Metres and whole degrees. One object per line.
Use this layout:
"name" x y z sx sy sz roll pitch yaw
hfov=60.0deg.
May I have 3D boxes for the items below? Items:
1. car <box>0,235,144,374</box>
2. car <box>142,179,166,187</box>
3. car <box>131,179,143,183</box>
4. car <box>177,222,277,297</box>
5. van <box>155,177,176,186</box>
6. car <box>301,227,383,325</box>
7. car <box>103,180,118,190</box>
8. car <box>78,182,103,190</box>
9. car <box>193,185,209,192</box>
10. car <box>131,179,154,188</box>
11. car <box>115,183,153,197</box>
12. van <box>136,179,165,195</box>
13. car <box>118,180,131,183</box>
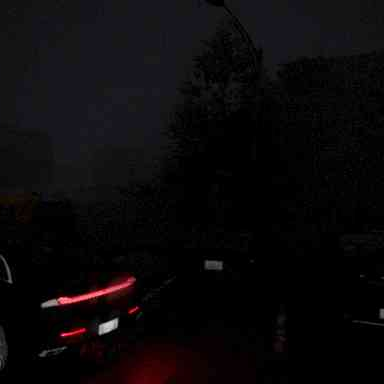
"car" -2.999 1.497 5.663 4.902 1.511 2.128 0 0 37
"car" -8.392 -2.025 73.759 5.008 1.535 2.097 2 5 34
"car" -13.202 -1.645 70.341 4.792 1.488 2.163 2 6 34
"car" 1.094 1.518 8.749 2.163 1.488 4.792 0 -1 17
"van" -6.099 -2.426 75.509 4.442 1.987 1.878 2 6 34
"car" 3.467 1.484 6.969 2.231 1.521 4.892 0 -1 16
"car" -17.936 -1.294 66.878 4.792 1.488 2.163 2 5 34
"car" -20.354 -1.109 65.176 4.674 1.452 2.002 2 5 34
"car" 0.794 -0.928 59.020 4.553 1.767 2.185 4 7 36
"car" -10.762 -1.973 72.009 4.553 1.767 2.185 2 6 34
"car" -9.149 -0.113 52.368 5.008 1.535 2.097 4 7 36
"van" -6.561 -0.503 53.937 4.442 1.987 1.878 4 7 36
"car" -15.549 -1.623 68.578 4.553 1.767 2.185 2 6 34
